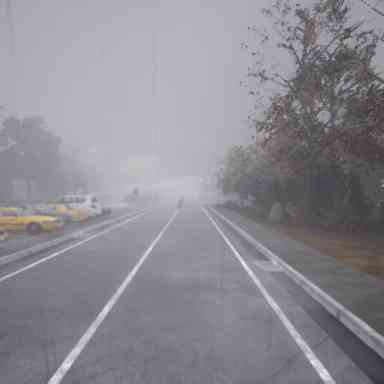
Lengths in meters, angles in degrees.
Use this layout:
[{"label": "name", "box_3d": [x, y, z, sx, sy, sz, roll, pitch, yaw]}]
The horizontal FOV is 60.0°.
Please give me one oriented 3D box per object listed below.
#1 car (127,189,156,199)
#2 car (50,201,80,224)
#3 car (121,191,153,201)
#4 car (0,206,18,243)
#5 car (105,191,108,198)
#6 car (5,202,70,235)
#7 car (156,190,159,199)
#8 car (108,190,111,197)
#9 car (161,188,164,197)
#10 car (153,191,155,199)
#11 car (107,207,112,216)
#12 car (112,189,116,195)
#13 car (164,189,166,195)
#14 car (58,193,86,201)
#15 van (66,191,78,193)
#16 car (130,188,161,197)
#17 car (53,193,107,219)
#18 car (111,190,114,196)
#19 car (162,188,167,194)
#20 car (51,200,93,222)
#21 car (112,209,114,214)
[{"label": "car", "box_3d": [-10.289, 0.829, 67.796, 4.553, 1.767, 2.185, 0, 0, 0]}, {"label": "car", "box_3d": [-10.168, 1.529, 21.308, 4.892, 1.521, 2.231, 0, 0, 0]}, {"label": "car", "box_3d": [-10.253, 0.996, 62.226, 4.792, 1.488, 2.163, 0, 0, 0]}, {"label": "car", "box_3d": [-10.006, 1.481, 12.858, 5.366, 1.575, 1.946, 0, 0, 0]}, {"label": "car", "box_3d": [-23.261, 0.876, 78.814, 4.792, 1.488, 2.163, 0, 1, 0]}, {"label": "car", "box_3d": [-9.986, 1.510, 18.531, 5.366, 1.575, 1.946, 0, 0, 0]}, {"label": "car", "box_3d": [-10.240, 0.942, 70.575, 5.008, 1.535, 2.097, 0, 1, 0]}, {"label": "car", "box_3d": [-23.273, 0.791, 81.604, 5.008, 1.535, 2.097, 0, 1, 0]}, {"label": "car", "box_3d": [-10.154, 0.600, 84.515, 4.553, 1.767, 2.185, 0, 1, 0]}, {"label": "car", "box_3d": [-10.299, 0.990, 65.010, 4.792, 1.488, 2.163, 0, 0, 0]}, {"label": "car", "box_3d": [-10.138, 1.573, 29.636, 5.008, 1.535, 2.097, 0, 0, 0]}, {"label": "car", "box_3d": [-23.247, 0.654, 87.310, 4.892, 1.521, 2.231, 0, 1, 0]}, {"label": "car", "box_3d": [-10.190, 0.602, 90.092, 4.792, 1.488, 2.163, 0, 2, 0]}, {"label": "car", "box_3d": [-23.353, 1.000, 64.874, 4.674, 1.452, 2.002, 0, 0, 0]}, {"label": "van", "box_3d": [-23.235, 0.741, 62.199, 4.442, 1.987, 1.878, 1, 0, 0]}, {"label": "car", "box_3d": [-10.262, 0.668, 73.367, 5.566, 2.045, 2.435, 0, 1, 0]}, {"label": "car", "box_3d": [-10.171, 1.307, 26.862, 5.566, 2.045, 2.435, 0, 0, 0]}, {"label": "car", "box_3d": [-23.260, 0.728, 84.393, 5.008, 1.535, 2.097, 0, 1, 0]}, {"label": "car", "box_3d": [-10.180, 0.358, 92.873, 4.553, 1.767, 2.185, 0, 2, 0]}, {"label": "car", "box_3d": [-10.338, 1.540, 24.085, 5.366, 1.575, 1.946, 0, 0, 0]}, {"label": "car", "box_3d": [-10.094, 1.618, 32.412, 4.792, 1.488, 2.163, 0, 0, 0]}]
